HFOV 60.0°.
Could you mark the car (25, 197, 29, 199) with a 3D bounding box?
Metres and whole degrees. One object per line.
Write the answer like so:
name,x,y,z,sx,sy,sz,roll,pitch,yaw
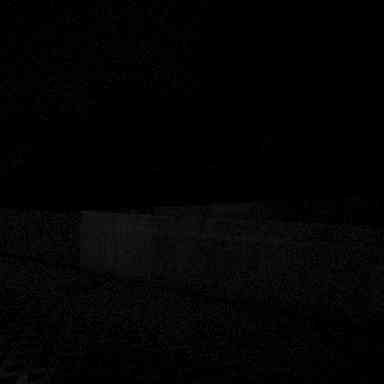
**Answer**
car,-21.214,0.963,47.745,2.150,2.045,5.566,0,1,29
